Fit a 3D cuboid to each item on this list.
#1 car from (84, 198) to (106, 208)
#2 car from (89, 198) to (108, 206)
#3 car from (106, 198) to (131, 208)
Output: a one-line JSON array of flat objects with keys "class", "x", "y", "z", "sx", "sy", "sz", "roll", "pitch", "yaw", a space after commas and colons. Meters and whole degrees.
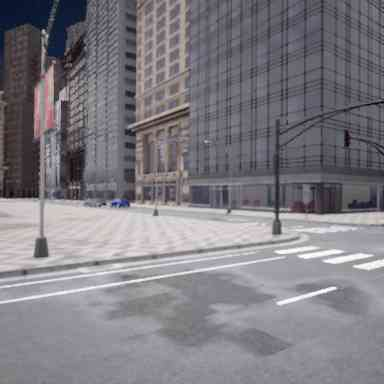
[{"class": "car", "x": -16.511, "y": 1.775, "z": 55.460, "sx": 2.128, "sy": 1.511, "sz": 4.902, "roll": 1, "pitch": -1, "yaw": -35}, {"class": "car", "x": -17.427, "y": 1.893, "z": 61.954, "sx": 1.994, "sy": 1.385, "sz": 4.181, "roll": 1, "pitch": -1, "yaw": -35}, {"class": "car", "x": -11.648, "y": 1.777, "z": 53.806, "sx": 1.882, "sy": 1.535, "sz": 5.008, "roll": 1, "pitch": -1, "yaw": -35}]
